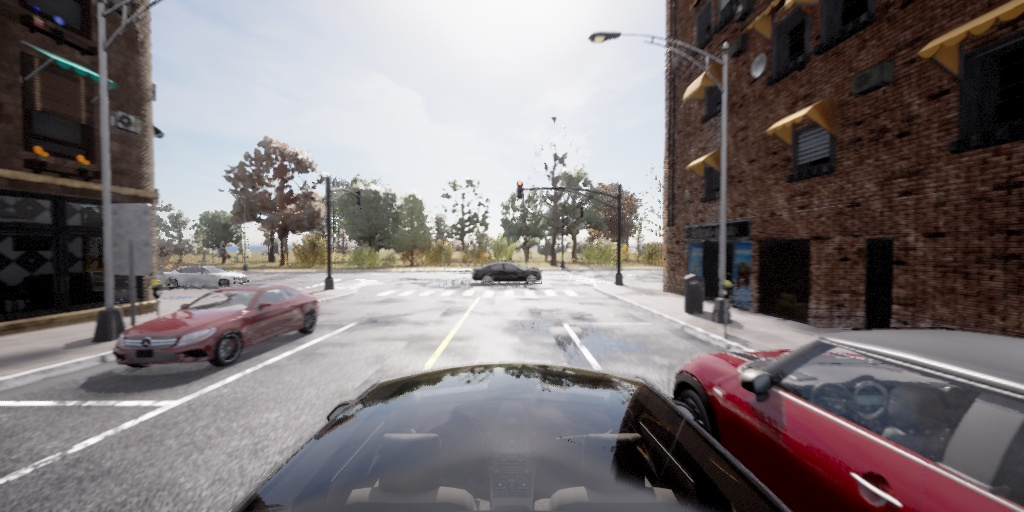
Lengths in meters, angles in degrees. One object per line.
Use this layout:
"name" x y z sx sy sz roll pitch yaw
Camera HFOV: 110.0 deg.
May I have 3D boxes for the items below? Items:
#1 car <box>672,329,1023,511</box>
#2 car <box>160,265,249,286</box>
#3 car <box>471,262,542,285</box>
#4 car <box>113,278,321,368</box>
"car" 2.689 1.186 2.281 1.967 1.591 4.097 0 0 0
"car" -19.440 1.313 22.819 4.674 1.442 1.812 1 1 -7
"car" -0.384 1.150 25.254 5.008 1.535 1.882 0 2 -8
"car" -5.786 1.289 7.753 1.802 1.307 4.207 0 0 0
